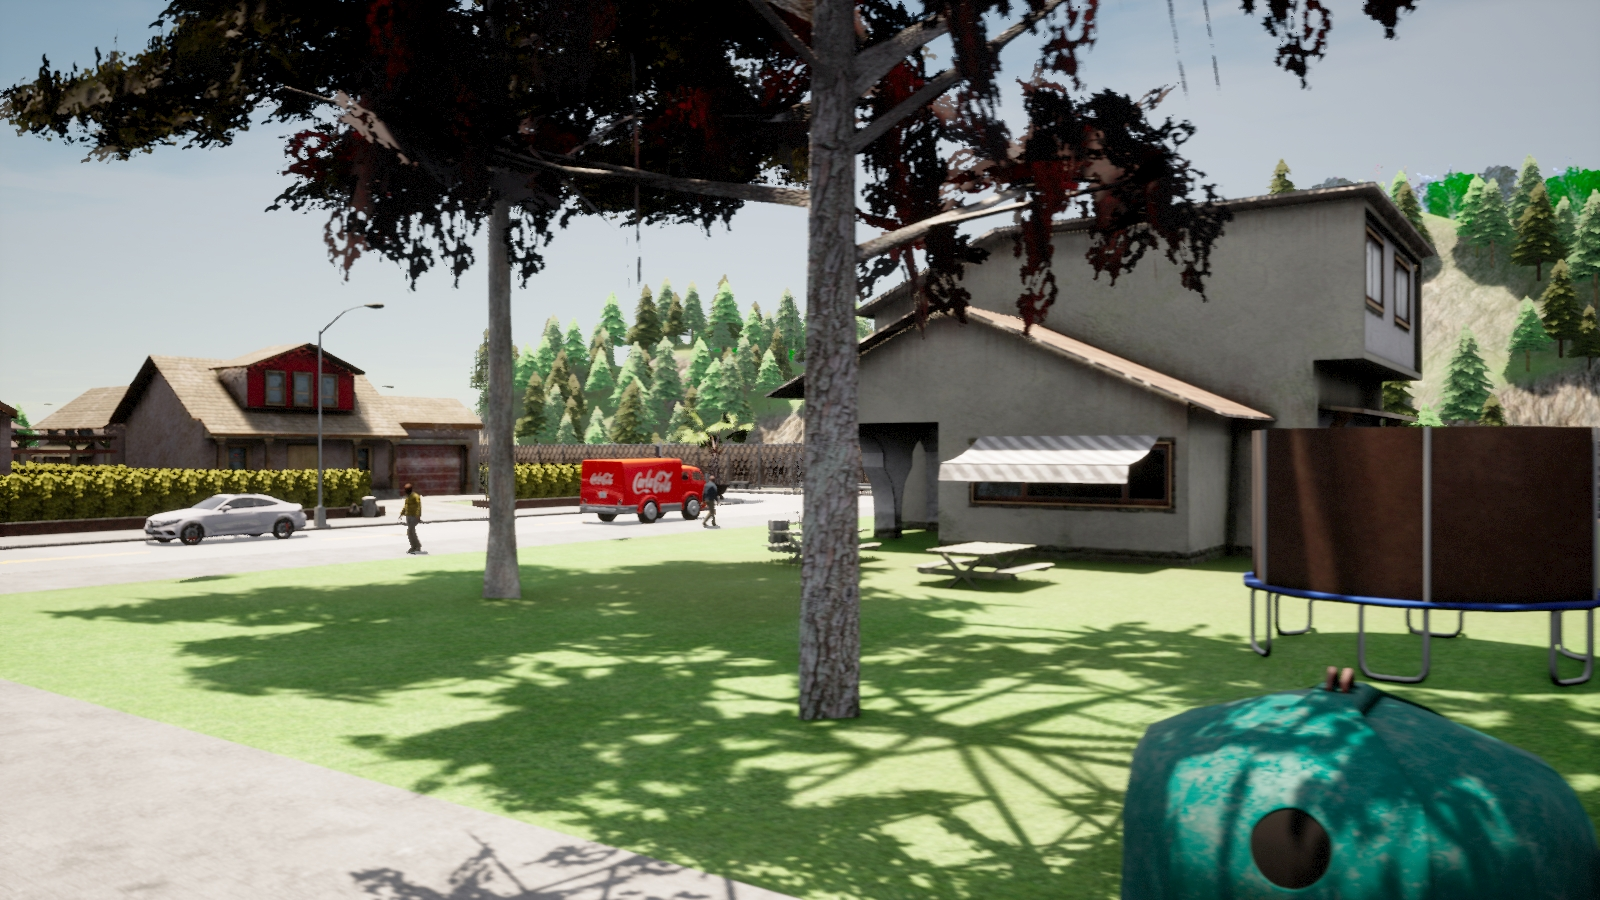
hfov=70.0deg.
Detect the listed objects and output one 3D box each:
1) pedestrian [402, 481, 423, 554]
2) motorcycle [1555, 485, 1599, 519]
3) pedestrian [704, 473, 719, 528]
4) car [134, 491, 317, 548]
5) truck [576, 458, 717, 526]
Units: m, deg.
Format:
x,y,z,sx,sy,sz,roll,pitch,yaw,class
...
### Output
x,y,z,sx,sy,sz,roll,pitch,yaw,class
-10.004,1.744,29.498,0.375,1.860,0.375,0,0,35,pedestrian
32.264,2.142,47.143,1.805,1.316,0.856,0,0,35,motorcycle
-3.067,1.745,39.481,0.375,1.860,0.375,0,0,43,pedestrian
-17.646,2.082,35.296,2.002,1.442,4.674,0,0,35,car
-5.931,1.569,44.779,2.627,2.467,5.204,0,0,35,truck
